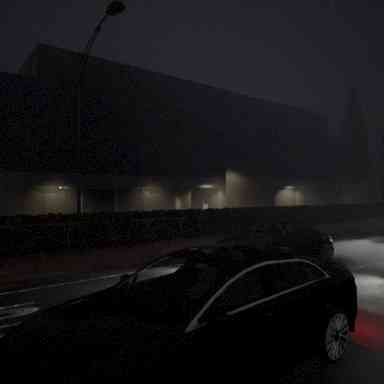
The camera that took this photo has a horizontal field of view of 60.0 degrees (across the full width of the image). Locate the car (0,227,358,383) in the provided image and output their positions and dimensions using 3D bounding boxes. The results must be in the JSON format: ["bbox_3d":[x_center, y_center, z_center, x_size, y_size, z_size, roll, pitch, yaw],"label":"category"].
[{"bbox_3d":[0.257,1.491,4.172,4.902,1.511,2.128,0,0,-39],"label":"car"}]

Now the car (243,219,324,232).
[{"bbox_3d":[2.597,1.564,10.423,4.181,1.385,1.994,0,0,-37],"label":"car"}]

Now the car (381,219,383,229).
[{"bbox_3d":[7.605,1.504,9.842,4.892,1.490,1.837,0,0,-37],"label":"car"}]
